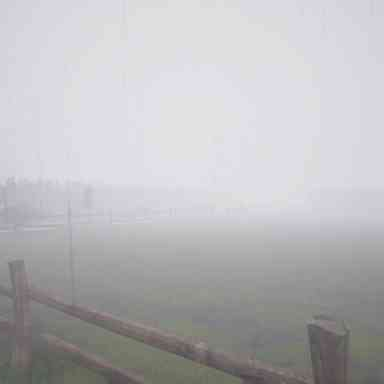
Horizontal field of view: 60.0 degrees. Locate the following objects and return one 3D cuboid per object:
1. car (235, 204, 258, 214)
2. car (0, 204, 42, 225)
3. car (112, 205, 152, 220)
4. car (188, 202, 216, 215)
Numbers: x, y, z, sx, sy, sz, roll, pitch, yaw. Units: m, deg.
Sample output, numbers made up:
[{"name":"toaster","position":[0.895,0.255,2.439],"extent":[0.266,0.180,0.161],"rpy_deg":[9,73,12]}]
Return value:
[{"name":"car","position":[8.376,2.578,51.078],"extent":[1.882,1.535,5.008],"rpy_deg":[-1,-2,36]},{"name":"car","position":[-13.923,1.703,25.243],"extent":[2.097,1.767,4.553],"rpy_deg":[-1,-2,35]},{"name":"car","position":[-6.421,2.140,35.672],"extent":[2.128,1.511,4.902],"rpy_deg":[-1,-2,36]},{"name":"car","position":[1.371,2.304,46.397],"extent":[2.097,1.767,4.553],"rpy_deg":[-1,-2,36]}]
